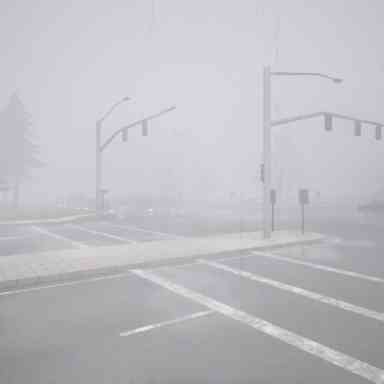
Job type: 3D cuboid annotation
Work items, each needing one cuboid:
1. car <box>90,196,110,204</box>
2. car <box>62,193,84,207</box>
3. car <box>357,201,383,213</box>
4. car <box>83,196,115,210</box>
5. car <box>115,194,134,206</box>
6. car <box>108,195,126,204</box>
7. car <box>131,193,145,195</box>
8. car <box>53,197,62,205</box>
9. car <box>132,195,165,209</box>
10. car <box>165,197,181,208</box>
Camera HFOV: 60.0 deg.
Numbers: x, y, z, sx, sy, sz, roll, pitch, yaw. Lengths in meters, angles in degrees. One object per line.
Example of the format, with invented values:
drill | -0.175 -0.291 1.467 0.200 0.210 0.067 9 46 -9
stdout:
car | -17.337 1.490 62.808 2.128 1.511 4.902 0 0 -35
car | -17.701 1.221 51.046 2.150 2.045 5.566 0 0 -35
car | 19.990 1.601 36.090 4.718 1.301 1.895 0 0 -34
car | -12.035 1.505 42.973 1.837 1.490 4.892 0 0 -35
car | -11.481 1.505 54.388 1.837 1.490 4.892 0 0 -35
car | -14.788 1.478 65.298 1.882 1.535 5.008 0 0 -34
car | -8.997 1.222 56.949 2.150 2.045 5.566 0 0 -35
car | -23.400 1.563 59.262 1.994 1.385 4.181 0 0 -34
car | -6.237 1.505 46.899 1.837 1.490 4.892 0 0 -35
car | -3.455 1.505 49.028 1.837 1.490 4.892 0 0 -35
